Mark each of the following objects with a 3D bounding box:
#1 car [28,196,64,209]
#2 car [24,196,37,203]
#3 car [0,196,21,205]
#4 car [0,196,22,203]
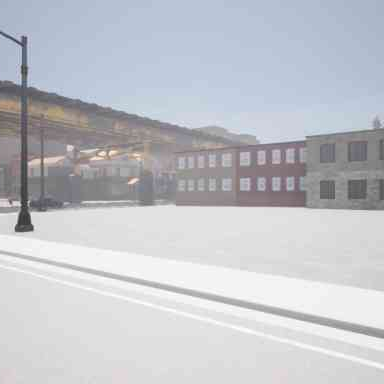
[{"bbox_3d":[-19.743,1.526,45.238,1.812,1.442,4.674,0,0,33],"label":"car"},{"bbox_3d":[-29.064,1.295,59.918,1.853,1.218,4.536,0,0,-23],"label":"car"},{"bbox_3d":[-32.568,1.452,58.647,4.974,1.542,2.038,0,0,7],"label":"car"},{"bbox_3d":[-32.619,1.295,58.653,4.536,1.218,1.853,0,0,7],"label":"car"}]
